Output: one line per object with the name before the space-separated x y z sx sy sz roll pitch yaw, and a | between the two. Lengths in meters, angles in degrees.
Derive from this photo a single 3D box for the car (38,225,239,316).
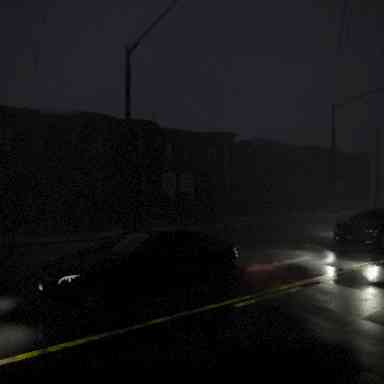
car | -0.957 1.518 7.623 4.674 1.442 1.812 0 0 -36

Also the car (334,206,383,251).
car | 8.012 1.445 14.160 5.008 1.535 1.882 0 0 -36
